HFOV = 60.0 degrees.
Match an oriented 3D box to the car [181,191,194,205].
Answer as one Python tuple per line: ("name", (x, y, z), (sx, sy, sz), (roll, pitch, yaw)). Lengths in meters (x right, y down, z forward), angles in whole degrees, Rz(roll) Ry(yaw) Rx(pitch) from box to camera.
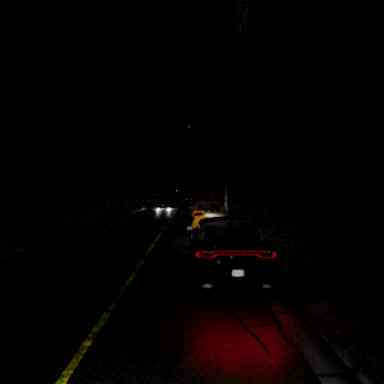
("car", (-0.122, 1.004, 45.745), (2.033, 1.411, 5.357), (0, 1, 0))

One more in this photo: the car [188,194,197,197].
("car", (0.831, 1.180, 24.851), (1.882, 1.535, 5.008), (0, 1, 0))

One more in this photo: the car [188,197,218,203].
("car", (0.848, 1.252, 18.851), (1.882, 1.535, 5.008), (0, 1, 0))

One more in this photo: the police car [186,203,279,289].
("police car", (0.876, 1.317, 8.960), (1.930, 1.638, 5.238), (0, 1, 0))

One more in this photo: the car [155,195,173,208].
("car", (-3.207, 1.079, 39.374), (2.033, 1.411, 5.357), (0, 1, 0))
